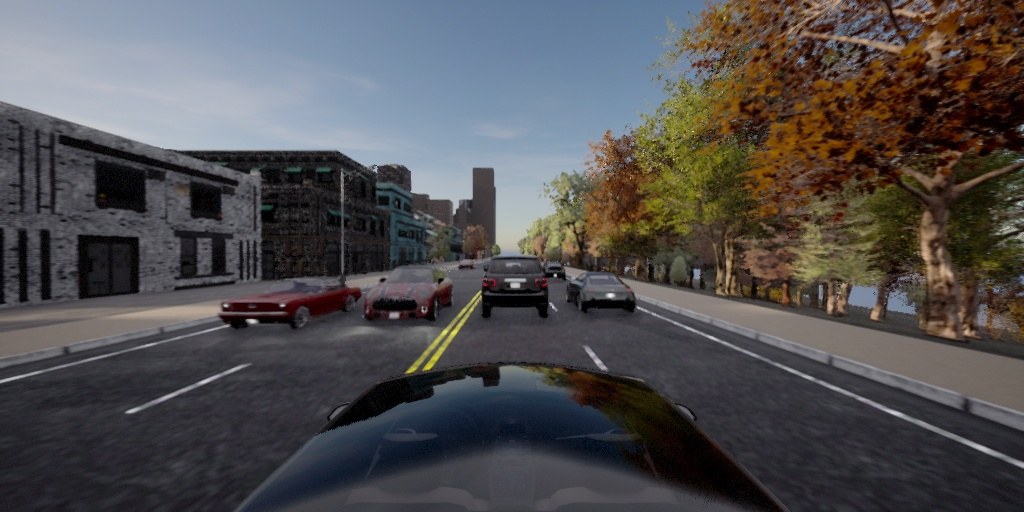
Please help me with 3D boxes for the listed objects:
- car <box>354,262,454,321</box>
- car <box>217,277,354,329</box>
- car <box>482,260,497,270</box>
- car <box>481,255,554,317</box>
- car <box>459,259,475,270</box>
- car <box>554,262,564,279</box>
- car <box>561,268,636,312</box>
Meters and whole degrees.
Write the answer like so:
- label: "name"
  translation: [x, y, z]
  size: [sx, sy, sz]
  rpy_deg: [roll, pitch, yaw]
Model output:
- label: "car"
  translation: [-3.353, 1.101, 12.451]
  size: [2.097, 1.767, 4.553]
  rpy_deg: [0, 0, 0]
- label: "car"
  translation: [-6.604, 1.350, 11.329]
  size: [1.895, 1.301, 4.718]
  rpy_deg: [0, 0, 0]
- label: "car"
  translation: [-3.331, 1.306, 53.882]
  size: [1.994, 1.385, 4.181]
  rpy_deg: [0, 0, 0]
- label: "car"
  translation: [0.097, 0.970, 13.375]
  size: [2.150, 2.045, 5.566]
  rpy_deg: [0, 0, 0]
- label: "car"
  translation: [-6.583, 1.220, 52.543]
  size: [1.882, 1.535, 5.008]
  rpy_deg: [0, 0, 0]
- label: "car"
  translation: [3.343, 1.251, 30.055]
  size: [1.837, 1.490, 4.892]
  rpy_deg: [0, 0, 0]
- label: "car"
  translation: [3.346, 1.312, 14.182]
  size: [1.994, 1.385, 4.181]
  rpy_deg: [0, 0, 0]
